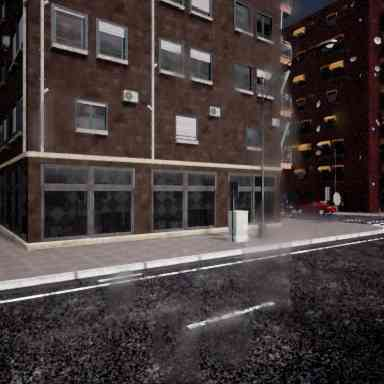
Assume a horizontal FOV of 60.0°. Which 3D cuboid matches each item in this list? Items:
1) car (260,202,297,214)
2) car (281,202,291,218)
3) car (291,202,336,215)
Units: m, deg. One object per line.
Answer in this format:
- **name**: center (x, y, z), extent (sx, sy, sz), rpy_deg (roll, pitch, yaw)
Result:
- **car**: center (10.837, 1.920, 41.916), extent (1.947, 1.339, 4.313), rpy_deg (-1, 0, -36)
- **car**: center (7.191, 1.862, 32.714), extent (1.802, 1.307, 4.206), rpy_deg (-1, 0, -36)
- **car**: center (13.955, 1.828, 37.604), extent (1.887, 1.381, 4.507), rpy_deg (-1, 0, -36)
